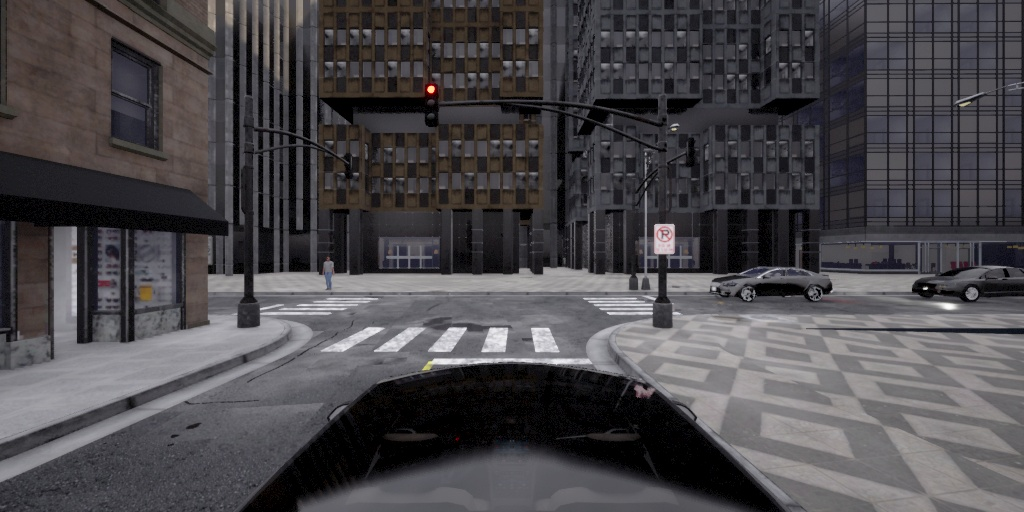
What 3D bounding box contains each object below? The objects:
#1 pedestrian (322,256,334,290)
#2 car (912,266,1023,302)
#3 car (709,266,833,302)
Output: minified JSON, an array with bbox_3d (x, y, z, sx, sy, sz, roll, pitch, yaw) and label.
[{"bbox_3d":[-9.927,0.902,19.470,0.375,1.860,0.375,0,0,0],"label":"pedestrian"},{"bbox_3d":[21.155,1.223,16.221,4.892,1.490,1.837,0,0,1],"label":"car"},{"bbox_3d":[11.635,1.222,16.289,4.902,1.511,2.128,0,0,0],"label":"car"}]
